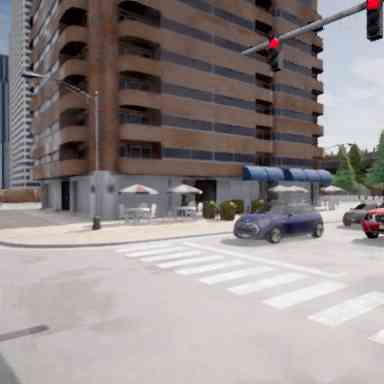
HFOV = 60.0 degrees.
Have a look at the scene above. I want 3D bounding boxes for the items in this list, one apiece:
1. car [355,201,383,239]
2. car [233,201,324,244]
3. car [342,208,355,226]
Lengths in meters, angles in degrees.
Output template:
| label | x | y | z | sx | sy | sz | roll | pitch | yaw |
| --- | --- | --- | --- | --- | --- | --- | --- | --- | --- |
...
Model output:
| label | x | y | z | sx | sy | sz | roll | pitch | yaw |
| --- | --- | --- | --- | --- | --- | --- | --- | --- | --- |
| car | 10.265 | 1.110 | 15.594 | 5.566 | 2.045 | 2.150 | 0 | 0 | -36 |
| car | 4.083 | 1.268 | 15.495 | 4.553 | 1.767 | 2.097 | 0 | 0 | -35 |
| car | 11.321 | 1.366 | 20.804 | 4.892 | 1.490 | 1.837 | 0 | 0 | -37 |
